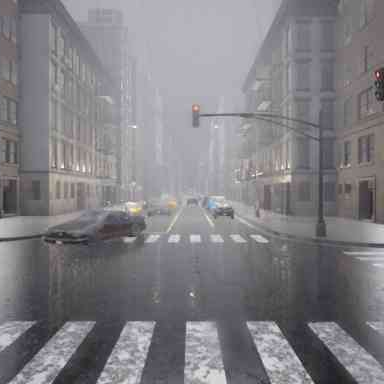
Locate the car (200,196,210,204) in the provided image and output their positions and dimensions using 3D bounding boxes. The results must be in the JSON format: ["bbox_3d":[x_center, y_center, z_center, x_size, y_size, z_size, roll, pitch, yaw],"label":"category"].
[{"bbox_3d":[2.634,1.521,66.868,1.752,1.417,4.829,0,0,0],"label":"car"}]

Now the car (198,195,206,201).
[{"bbox_3d":[2.634,1.560,88.324,1.947,1.339,4.313,0,0,0],"label":"car"}]

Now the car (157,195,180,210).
[{"bbox_3d":[-2.849,1.475,41.182,1.882,1.535,5.008,0,1,0],"label":"car"}]

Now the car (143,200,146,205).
[{"bbox_3d":[-5.402,1.523,28.682,1.752,1.417,4.829,0,0,0],"label":"car"}]

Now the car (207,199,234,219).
[{"bbox_3d":[2.632,1.548,28.855,2.008,1.369,4.403,0,0,0],"label":"car"}]

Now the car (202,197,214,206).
[{"bbox_3d":[2.633,1.562,55.886,1.947,1.339,4.313,0,0,0],"label":"car"}]

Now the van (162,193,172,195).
[{"bbox_3d":[-5.446,1.337,66.695,1.690,1.788,3.998,0,0,0],"label":"van"}]

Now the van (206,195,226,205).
[{"bbox_3d":[2.632,1.338,34.261,1.690,1.788,3.998,0,0,0],"label":"van"}]

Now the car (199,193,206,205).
[{"bbox_3d":[2.633,1.311,50.480,2.192,1.841,5.009,0,0,0],"label":"car"}]

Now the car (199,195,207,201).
[{"bbox_3d":[2.634,1.540,82.918,1.887,1.381,4.507,0,0,0],"label":"car"}]

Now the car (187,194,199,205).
[{"bbox_3d":[0.085,1.501,57.017,1.837,1.490,4.892,0,0,0],"label":"car"}]

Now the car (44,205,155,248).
[{"bbox_3d":[-4.058,1.545,15.216,2.033,1.411,5.357,0,0,23],"label":"car"}]

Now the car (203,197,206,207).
[{"bbox_3d":[2.632,1.578,39.668,1.802,1.307,4.206,0,0,0],"label":"car"}]

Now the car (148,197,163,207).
[{"bbox_3d":[-5.427,1.521,50.307,1.752,1.417,4.829,0,0,0],"label":"car"}]

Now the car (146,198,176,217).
[{"bbox_3d":[-2.860,1.562,30.677,1.994,1.385,4.181,0,0,0],"label":"car"}]

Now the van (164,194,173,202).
[{"bbox_3d":[-5.458,1.336,77.508,1.690,1.788,3.998,0,0,0],"label":"van"}]

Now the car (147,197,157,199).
[{"bbox_3d":[-5.421,1.436,45.071,1.967,1.590,4.097,0,0,0],"label":"car"}]

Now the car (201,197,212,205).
[{"bbox_3d":[2.633,1.546,61.293,2.008,1.369,4.403,0,0,0],"label":"car"}]

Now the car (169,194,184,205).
[{"bbox_3d":[-2.764,1.609,58.273,2.033,1.411,5.357,0,0,0],"label":"car"}]

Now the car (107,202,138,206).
[{"bbox_3d":[-5.396,1.549,23.446,2.008,1.369,4.403,0,0,0],"label":"car"}]
